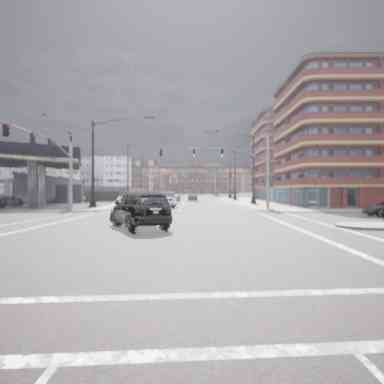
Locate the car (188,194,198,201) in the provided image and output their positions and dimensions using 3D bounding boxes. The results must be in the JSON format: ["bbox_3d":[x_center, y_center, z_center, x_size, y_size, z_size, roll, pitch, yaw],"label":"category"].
[{"bbox_3d":[0.183,1.070,67.544,2.128,1.511,4.902,0,0,-1],"label":"car"}]

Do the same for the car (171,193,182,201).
[{"bbox_3d":[-3.355,1.066,71.817,2.128,1.511,4.902,0,0,-1],"label":"car"}]

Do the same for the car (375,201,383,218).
[{"bbox_3d":[16.293,1.450,24.038,4.718,1.301,1.895,0,0,-3],"label":"car"}]

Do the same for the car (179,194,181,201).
[{"bbox_3d":[-3.223,1.228,51.175,2.033,1.411,5.357,0,0,0],"label":"car"}]

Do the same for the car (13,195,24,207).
[{"bbox_3d":[-24.046,1.186,43.176,3.806,1.475,1.970,0,0,1],"label":"car"}]

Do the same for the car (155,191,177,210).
[{"bbox_3d":[-3.134,0.966,40.878,2.150,2.045,5.566,0,0,2],"label":"car"}]

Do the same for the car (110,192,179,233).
[{"bbox_3d":[-3.036,1.101,19.130,2.150,2.045,5.566,1,0,-27],"label":"car"}]

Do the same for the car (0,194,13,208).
[{"bbox_3d":[-23.327,1.061,37.424,4.611,1.667,2.242,0,0,1],"label":"car"}]

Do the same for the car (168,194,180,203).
[{"bbox_3d":[-3.264,1.163,61.489,2.033,1.411,5.357,0,0,-1],"label":"car"}]

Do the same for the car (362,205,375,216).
[{"bbox_3d":[16.673,1.332,27.513,4.892,1.490,1.837,0,0,0],"label":"car"}]
